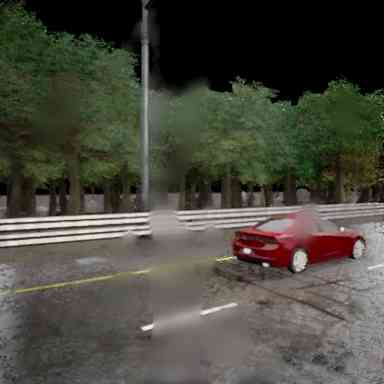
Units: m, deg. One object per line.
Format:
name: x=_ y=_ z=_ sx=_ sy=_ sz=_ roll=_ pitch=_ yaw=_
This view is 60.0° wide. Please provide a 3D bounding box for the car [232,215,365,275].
car: x=3.526 y=1.459 z=10.546 sx=5.008 sy=1.535 sz=1.882 roll=0 pitch=0 yaw=-35
